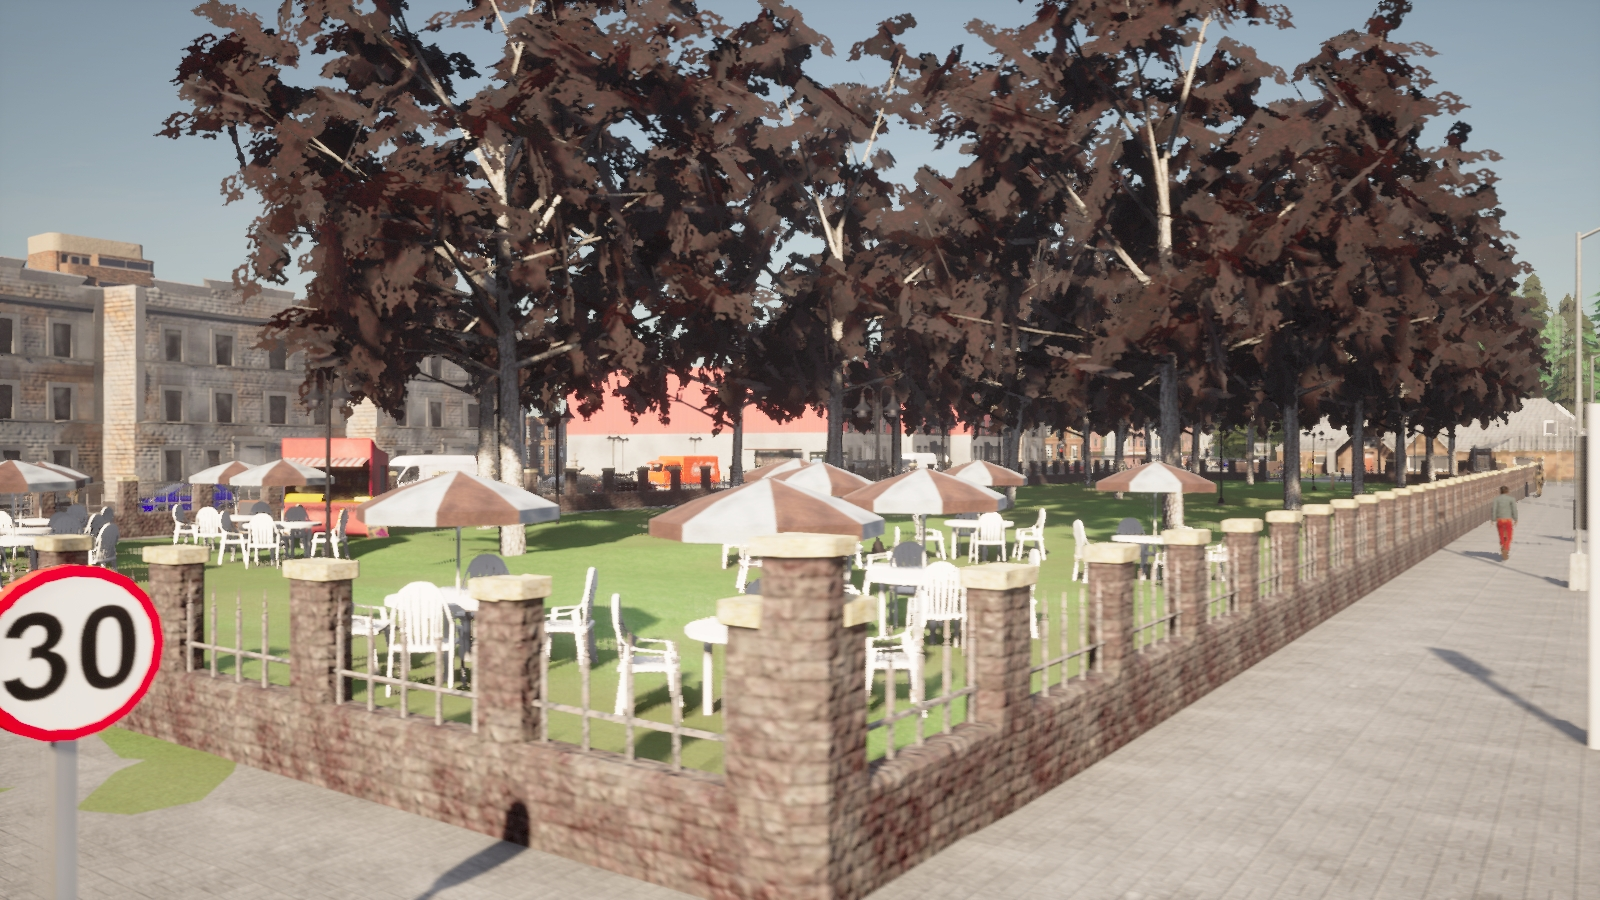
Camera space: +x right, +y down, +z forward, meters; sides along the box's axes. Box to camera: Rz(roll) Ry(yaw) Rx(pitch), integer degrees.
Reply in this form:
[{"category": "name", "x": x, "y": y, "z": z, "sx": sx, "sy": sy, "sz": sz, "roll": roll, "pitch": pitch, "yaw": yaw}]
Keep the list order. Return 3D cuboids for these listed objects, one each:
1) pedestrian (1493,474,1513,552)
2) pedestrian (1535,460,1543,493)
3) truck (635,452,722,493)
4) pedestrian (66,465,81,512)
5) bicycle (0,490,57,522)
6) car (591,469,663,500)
[{"category": "pedestrian", "x": 17.014, "y": 1.525, "z": 27.639, "sx": 0.375, "sy": 1.860, "sz": 0.375, "roll": 0, "pitch": 0, "yaw": 37}, {"category": "pedestrian", "x": 42.044, "y": 1.525, "z": 65.003, "sx": 0.375, "sy": 1.860, "sz": 0.375, "roll": 0, "pitch": 0, "yaw": 35}, {"category": "truck", "x": -7.483, "y": 1.350, "z": 70.884, "sx": 2.627, "sy": 2.467, "sz": 5.204, "roll": 0, "pitch": 0, "yaw": 35}, {"category": "pedestrian", "x": -28.725, "y": 1.524, "z": 45.181, "sx": 0.375, "sy": 1.860, "sz": 0.375, "roll": 0, "pitch": 0, "yaw": 34}, {"category": "bicycle", "x": -28.023, "y": 2.037, "z": 41.511, "sx": 0.859, "sy": 1.080, "sz": 1.487, "roll": 0, "pitch": 0, "yaw": 35}, {"category": "car", "x": -9.251, "y": 1.807, "z": 61.357, "sx": 1.789, "sy": 1.549, "sz": 3.705, "roll": 0, "pitch": 0, "yaw": 35}]
